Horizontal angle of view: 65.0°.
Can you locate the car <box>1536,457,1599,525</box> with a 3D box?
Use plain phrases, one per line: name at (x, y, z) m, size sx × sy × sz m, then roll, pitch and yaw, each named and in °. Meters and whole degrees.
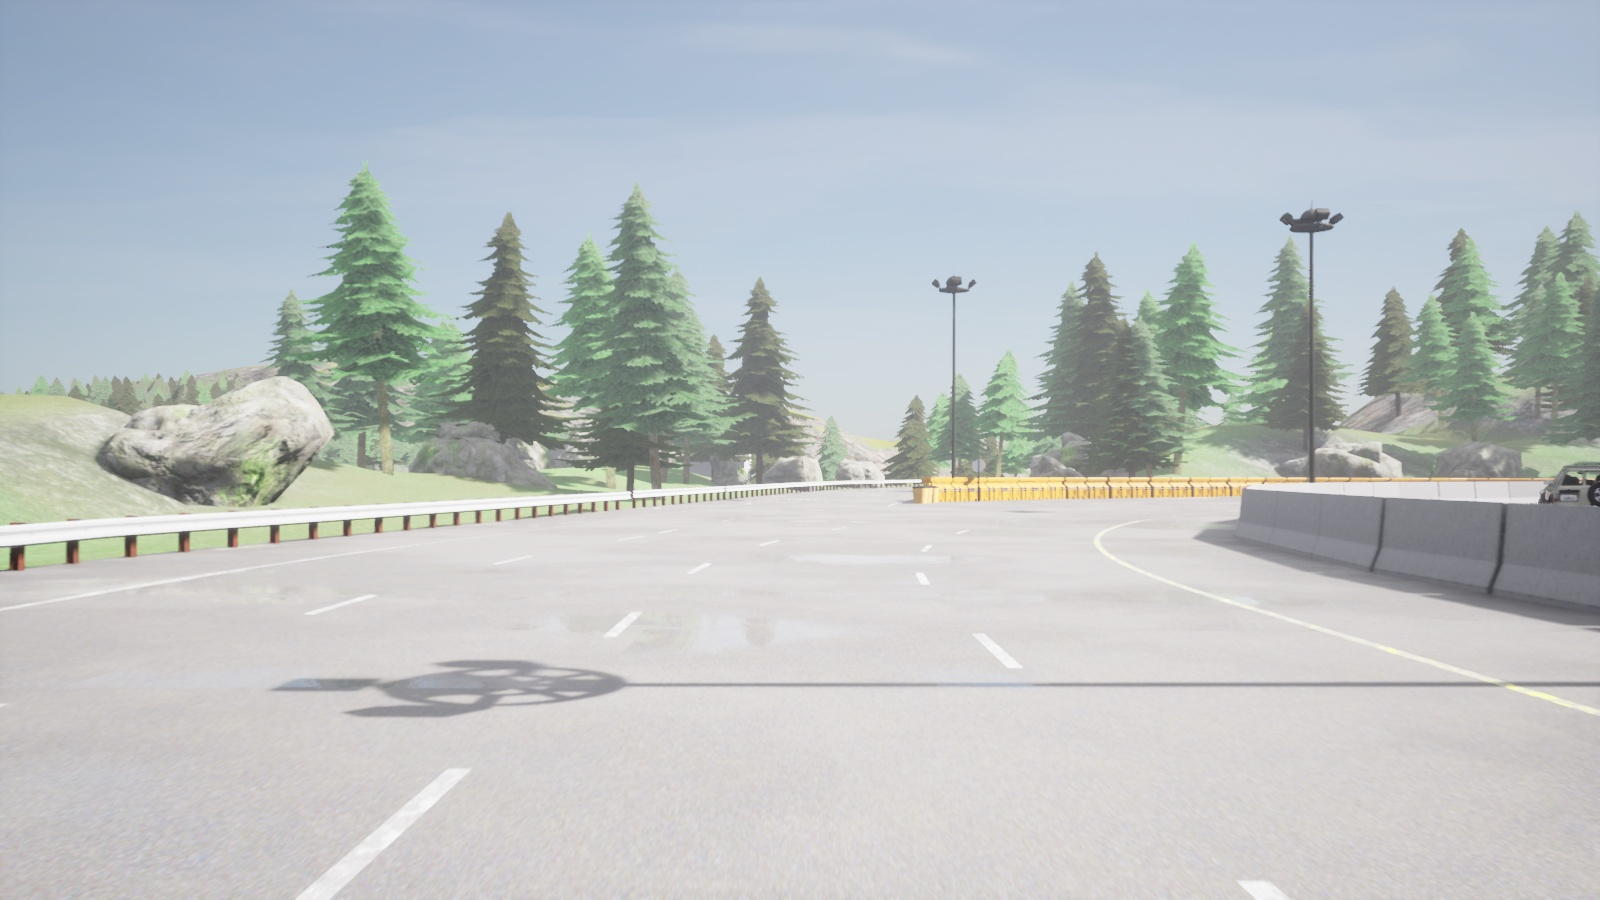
car at (22.545, 1.145, 36.220) m, size 1.932 × 1.855 × 4.605 m, roll -1°, pitch -1°, yaw 27°
